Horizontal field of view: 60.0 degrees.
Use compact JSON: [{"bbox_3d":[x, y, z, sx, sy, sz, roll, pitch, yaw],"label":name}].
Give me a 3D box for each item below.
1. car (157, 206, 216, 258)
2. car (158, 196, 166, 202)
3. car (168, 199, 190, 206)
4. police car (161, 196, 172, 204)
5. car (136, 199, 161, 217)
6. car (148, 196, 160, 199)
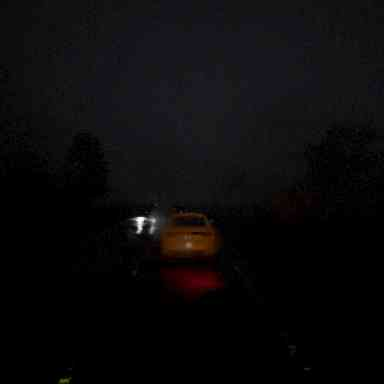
[{"bbox_3d":[-0.163,1.542,13.058,1.882,1.535,5.008,0,0,-1],"label":"car"},{"bbox_3d":[-8.382,2.003,93.540,1.837,1.490,4.892,0,0,-11],"label":"car"},{"bbox_3d":[-1.203,1.694,33.574,1.812,1.442,4.674,0,0,-4],"label":"car"},{"bbox_3d":[-5.557,1.833,77.826,1.930,1.638,5.238,0,0,-9],"label":"police car"},{"bbox_3d":[-4.349,1.731,32.762,1.994,1.385,4.181,0,0,-4],"label":"car"},{"bbox_3d":[-8.973,1.651,74.464,2.097,1.767,4.553,0,0,-9],"label":"car"}]
